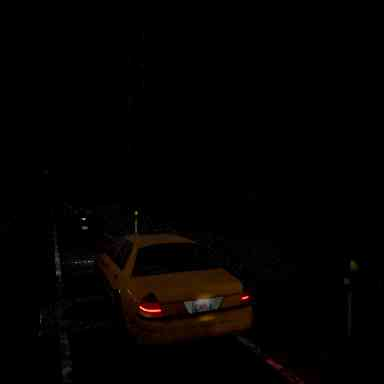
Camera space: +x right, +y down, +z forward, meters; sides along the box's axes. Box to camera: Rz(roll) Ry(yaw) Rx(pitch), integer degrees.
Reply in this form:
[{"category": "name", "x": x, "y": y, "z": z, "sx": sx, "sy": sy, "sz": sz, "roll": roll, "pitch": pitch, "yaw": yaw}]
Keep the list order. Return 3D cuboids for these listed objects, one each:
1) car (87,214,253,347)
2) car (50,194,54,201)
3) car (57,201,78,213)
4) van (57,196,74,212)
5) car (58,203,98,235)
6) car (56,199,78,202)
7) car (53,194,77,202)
[{"category": "car", "x": -0.848, "y": 1.457, "z": 6.708, "sx": 1.801, "sy": 1.575, "sz": 5.366, "roll": 0, "pitch": 0, "yaw": -23}, {"category": "car", "x": -32.201, "y": 1.468, "z": 79.257, "sx": 1.967, "sy": 1.590, "sz": 4.097, "roll": 0, "pitch": 0, "yaw": -24}, {"category": "car", "x": -8.359, "y": 1.551, "z": 23.695, "sx": 2.008, "sy": 1.369, "sz": 4.403, "roll": 0, "pitch": 0, "yaw": -23}, {"category": "van", "x": -14.821, "y": 1.342, "z": 38.954, "sx": 1.690, "sy": 1.788, "sz": 3.998, "roll": 0, "pitch": 0, "yaw": -23}, {"category": "car", "x": -6.204, "y": 1.551, "z": 18.609, "sx": 2.008, "sy": 1.369, "sz": 4.403, "roll": 0, "pitch": 0, "yaw": -23}, {"category": "car", "x": -10.513, "y": 1.566, "z": 28.781, "sx": 1.947, "sy": 1.339, "sz": 4.313, "roll": 0, "pitch": 0, "yaw": -23}, {"category": "car", "x": -12.667, "y": 1.316, "z": 33.868, "sx": 2.192, "sy": 1.841, "sz": 5.009, "roll": 0, "pitch": 0, "yaw": -23}]
